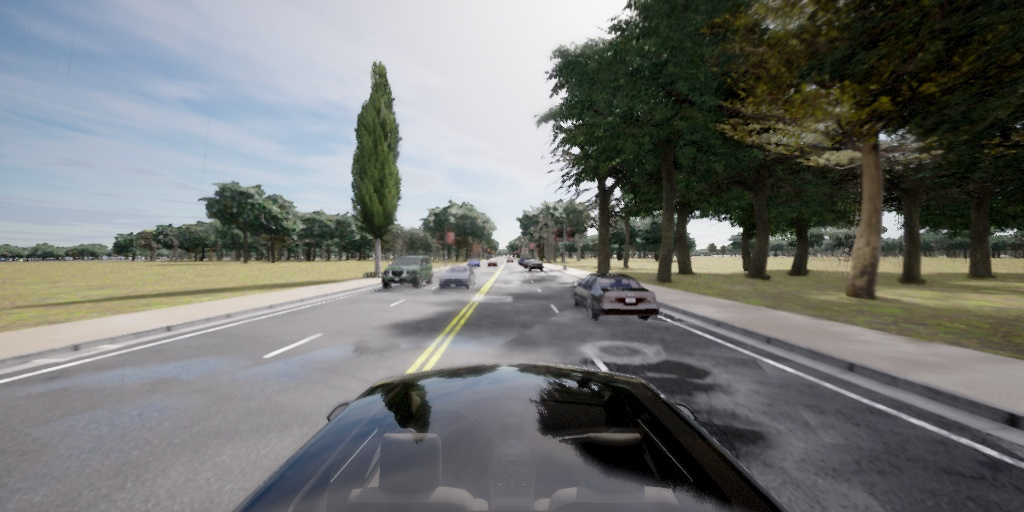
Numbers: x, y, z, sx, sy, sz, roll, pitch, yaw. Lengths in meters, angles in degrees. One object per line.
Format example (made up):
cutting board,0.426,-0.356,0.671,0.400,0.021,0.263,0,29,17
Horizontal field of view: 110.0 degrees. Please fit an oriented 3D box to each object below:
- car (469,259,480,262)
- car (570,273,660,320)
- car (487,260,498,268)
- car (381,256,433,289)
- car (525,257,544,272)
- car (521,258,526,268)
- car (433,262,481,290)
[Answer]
car,-6.717,1.293,64.693,1.882,1.535,5.008,0,0,0
car,3.345,1.301,12.627,2.033,1.411,5.357,0,0,0
car,-3.462,1.418,64.693,1.895,1.301,4.718,0,0,0
car,-6.621,0.984,23.386,2.150,2.045,5.566,0,0,0
car,3.146,1.298,47.668,1.837,1.490,4.892,0,0,0
car,3.089,1.313,58.702,2.163,1.488,4.792,0,0,0
car,-3.370,1.309,23.137,2.033,1.411,5.357,0,0,0
